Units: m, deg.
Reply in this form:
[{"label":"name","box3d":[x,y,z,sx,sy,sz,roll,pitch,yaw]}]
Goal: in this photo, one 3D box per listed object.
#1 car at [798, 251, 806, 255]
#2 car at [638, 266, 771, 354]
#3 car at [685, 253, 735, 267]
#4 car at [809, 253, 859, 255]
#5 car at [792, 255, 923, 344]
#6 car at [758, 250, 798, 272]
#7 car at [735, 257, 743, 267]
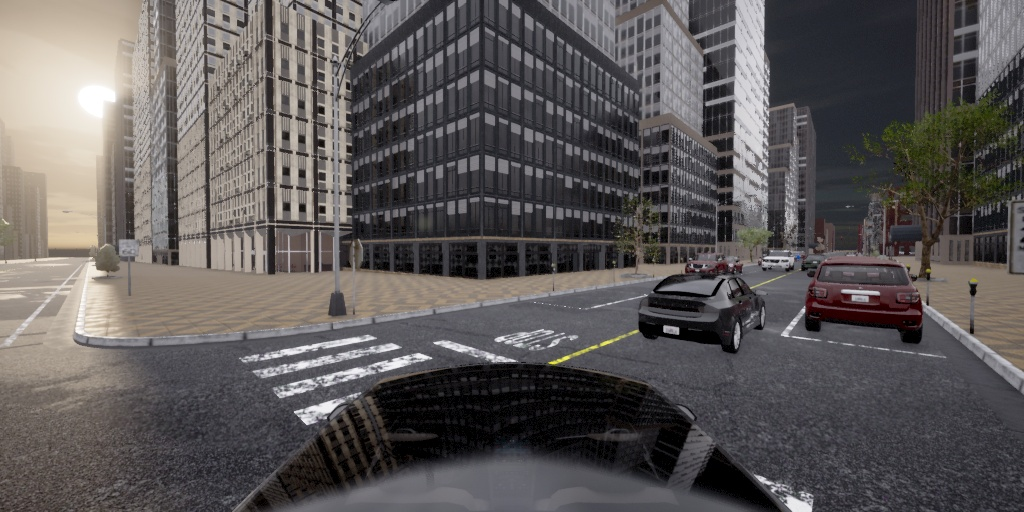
[{"label":"car","box3d":[30.237,0.591,35.576,2.097,1.767,4.553,1,1,44]},{"label":"car","box3d":[4.759,1.164,8.725,1.837,1.490,4.892,1,1,43]},{"label":"car","box3d":[14.780,0.669,27.082,2.192,1.841,5.009,0,0,43]},{"label":"car","box3d":[12.886,0.906,13.583,2.192,1.841,5.009,0,0,43]},{"label":"car","box3d":[9.139,0.971,9.478,2.192,1.841,5.009,0,0,43]},{"label":"car","box3d":[26.914,0.442,36.169,2.150,2.045,5.566,1,1,43]},{"label":"car","box3d":[18.597,0.731,31.123,1.967,1.591,4.097,0,0,43]}]
